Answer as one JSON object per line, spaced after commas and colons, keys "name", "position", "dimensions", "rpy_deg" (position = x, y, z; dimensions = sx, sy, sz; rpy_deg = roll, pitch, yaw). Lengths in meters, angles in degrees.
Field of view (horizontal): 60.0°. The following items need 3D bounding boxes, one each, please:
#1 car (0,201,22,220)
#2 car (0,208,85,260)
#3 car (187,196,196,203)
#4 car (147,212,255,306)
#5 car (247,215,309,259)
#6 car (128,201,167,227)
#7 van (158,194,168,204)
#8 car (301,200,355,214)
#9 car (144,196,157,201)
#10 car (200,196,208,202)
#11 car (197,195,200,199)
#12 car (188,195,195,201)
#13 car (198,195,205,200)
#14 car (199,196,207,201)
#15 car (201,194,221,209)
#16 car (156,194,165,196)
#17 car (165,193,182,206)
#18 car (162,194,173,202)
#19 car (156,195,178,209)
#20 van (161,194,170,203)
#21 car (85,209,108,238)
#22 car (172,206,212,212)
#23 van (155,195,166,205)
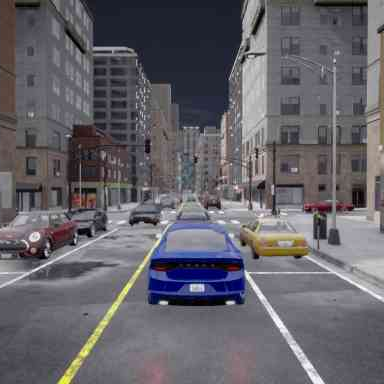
{"name": "car", "position": [-18.073, 1.665, 29.486], "dimensions": [5.008, 1.535, 1.882], "rpy_deg": [-1, 1, -1]}
{"name": "car", "position": [-5.696, 1.442, 12.207], "dimensions": [1.967, 1.590, 4.097], "rpy_deg": [-1, 0, 0]}
{"name": "car", "position": [-0.115, 1.580, 74.019], "dimensions": [2.128, 1.511, 4.902], "rpy_deg": [0, 0, 0]}
{"name": "car", "position": [0.084, 1.478, 8.126], "dimensions": [1.882, 1.535, 5.008], "rpy_deg": [0, 0, 0]}
{"name": "car", "position": [2.829, 1.527, 12.391], "dimensions": [1.752, 1.417, 4.829], "rpy_deg": [-1, 0, 0]}
{"name": "car", "position": [-3.140, 1.561, 23.372], "dimensions": [2.033, 1.411, 5.357], "rpy_deg": [0, 0, 0]}
{"name": "van", "position": [-5.783, 1.399, 66.920], "dimensions": [1.690, 1.788, 3.998], "rpy_deg": [-1, 0, 0]}
{"name": "car", "position": [13.308, 1.458, 32.848], "dimensions": [4.718, 1.301, 1.895], "rpy_deg": [-1, 1, -1]}
{"name": "car", "position": [-5.746, 1.602, 44.577], "dimensions": [1.947, 1.339, 4.313], "rpy_deg": [-1, 0, 0]}
{"name": "car", "position": [2.735, 1.590, 78.275], "dimensions": [1.752, 1.417, 4.829], "rpy_deg": [-1, 0, 0]}
{"name": "car", "position": [2.747, 1.372, 66.933], "dimensions": [2.192, 1.841, 5.009], "rpy_deg": [-1, 0, 0]}
{"name": "car", "position": [-0.131, 1.538, 84.471], "dimensions": [1.895, 1.301, 4.718], "rpy_deg": [0, 0, 0]}
{"name": "car", "position": [2.714, 1.624, 94.862], "dimensions": [2.008, 1.369, 4.403], "rpy_deg": [-1, 0, 0]}
{"name": "car", "position": [2.728, 1.634, 83.691], "dimensions": [1.947, 1.339, 4.313], "rpy_deg": [-1, 0, 0]}
{"name": "car", "position": [2.777, 1.351, 44.589], "dimensions": [2.192, 1.841, 5.009], "rpy_deg": [-1, 0, 0]}
{"name": "car", "position": [-5.764, 1.573, 55.578], "dimensions": [1.752, 1.417, 4.829], "rpy_deg": [-1, 0, 0]}
{"name": "car", "position": [-3.174, 1.403, 56.365], "dimensions": [2.097, 1.767, 4.553], "rpy_deg": [0, 0, 0]}
{"name": "car", "position": [-5.801, 1.380, 78.092], "dimensions": [2.192, 1.841, 5.009], "rpy_deg": [-1, 0, 0]}
{"name": "car", "position": [-3.167, 1.540, 43.547], "dimensions": [1.837, 1.490, 4.892], "rpy_deg": [0, 0, 0]}
{"name": "van", "position": [-5.792, 1.403, 72.506], "dimensions": [1.690, 1.788, 3.998], "rpy_deg": [-1, 0, 0]}
{"name": "car", "position": [-5.704, 1.571, 17.703], "dimensions": [1.947, 1.339, 4.313], "rpy_deg": [-1, 0, 0]}
{"name": "car", "position": [0.073, 1.606, 17.489], "dimensions": [1.895, 1.301, 4.718], "rpy_deg": [0, 0, 0]}
{"name": "van", "position": [-5.775, 1.394, 61.334], "dimensions": [1.690, 1.788, 3.998], "rpy_deg": [-1, 0, 0]}
